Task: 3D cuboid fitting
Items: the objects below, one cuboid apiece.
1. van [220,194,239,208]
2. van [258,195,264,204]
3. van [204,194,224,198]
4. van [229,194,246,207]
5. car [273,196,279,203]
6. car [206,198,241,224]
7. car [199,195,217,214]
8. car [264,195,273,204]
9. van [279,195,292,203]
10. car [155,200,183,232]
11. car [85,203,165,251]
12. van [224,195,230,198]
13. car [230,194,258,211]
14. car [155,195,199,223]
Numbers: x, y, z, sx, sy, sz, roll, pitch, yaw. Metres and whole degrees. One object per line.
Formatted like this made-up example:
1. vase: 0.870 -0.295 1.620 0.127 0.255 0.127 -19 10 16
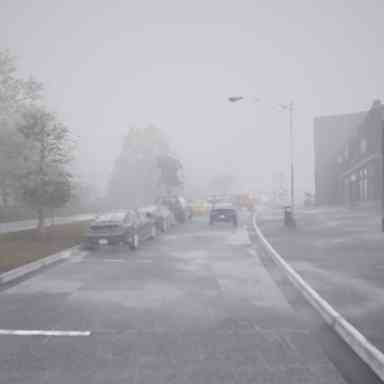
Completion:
1. van: 5.955 1.407 52.358 1.878 1.987 4.442 -3 0 19
2. van: 12.646 1.565 67.723 1.878 1.987 4.442 -2 -1 25
3. van: 2.428 1.333 41.744 1.878 1.987 4.442 -3 0 14
4. van: 7.976 1.454 57.559 1.878 1.987 4.442 -3 0 21
5. car: 17.982 1.940 77.411 2.002 1.452 4.674 -2 -1 30
6. car: 2.436 1.474 24.543 1.882 1.535 5.008 0 0 10
7. car: 1.000 1.528 36.414 1.946 1.575 5.366 -3 0 16
8. car: 15.211 1.597 72.591 2.435 2.045 5.566 -2 -1 26
9. van: 23.956 1.761 86.950 1.878 1.987 4.442 -2 -1 33
10. car: -2.224 1.497 19.765 2.231 1.521 4.892 -3 0 7
11. car: -2.883 1.492 14.213 2.231 1.521 4.892 -3 0 7
12. van: 4.100 1.366 47.083 1.878 1.987 4.442 -3 0 19
13. car: 6.683 1.266 42.445 2.150 2.045 5.566 -1 0 17
14. car: -1.376 1.250 25.327 2.435 2.045 5.566 -3 0 10
